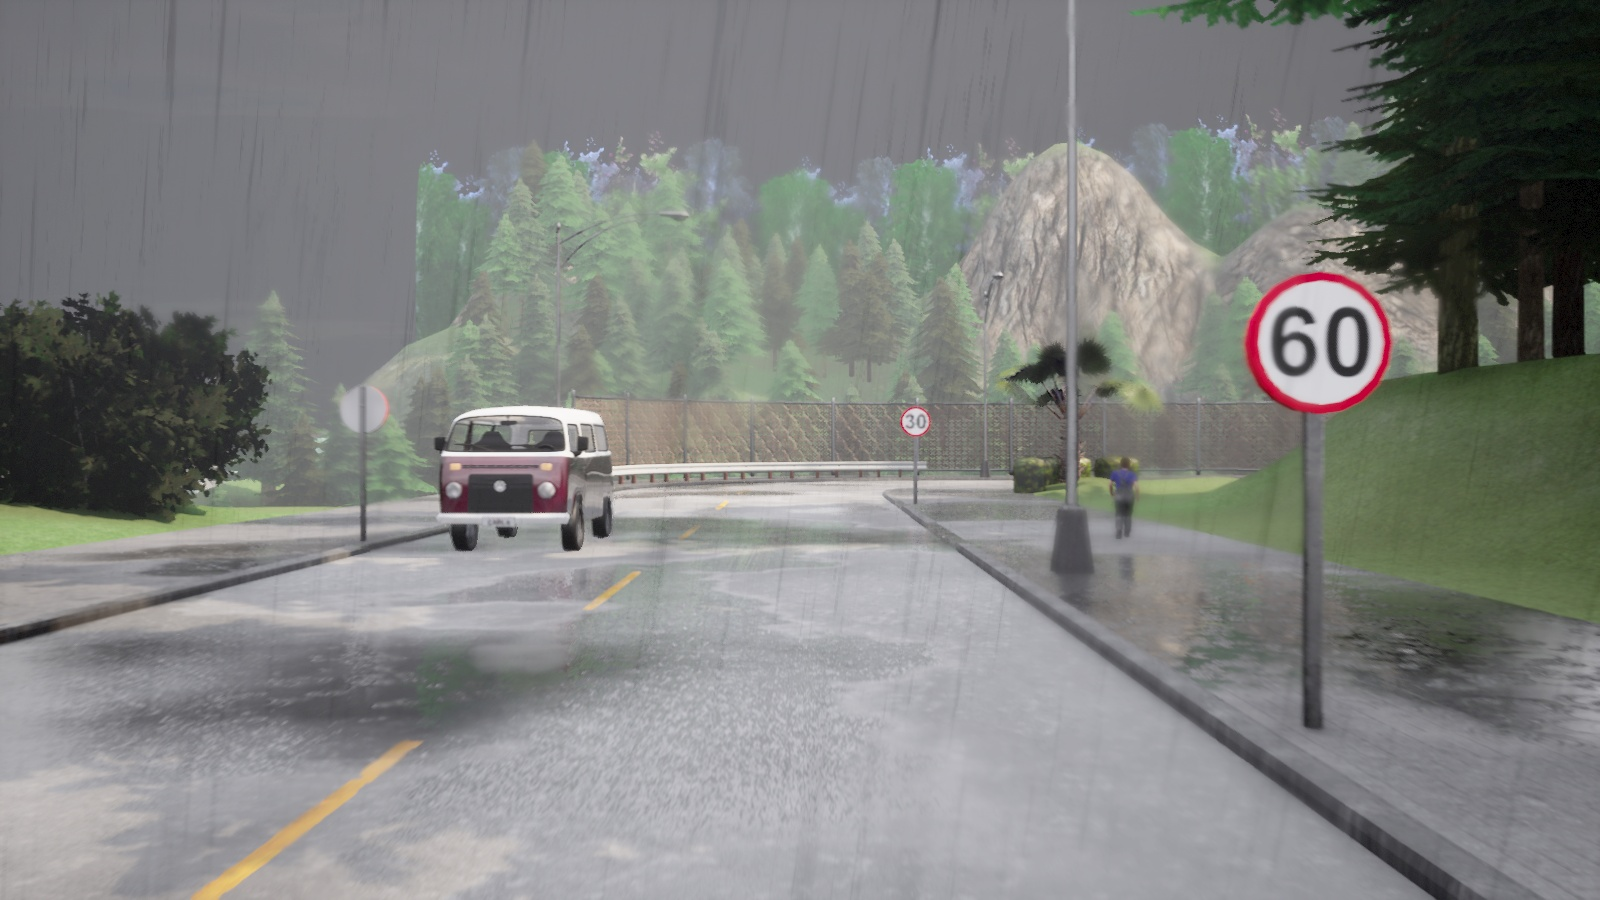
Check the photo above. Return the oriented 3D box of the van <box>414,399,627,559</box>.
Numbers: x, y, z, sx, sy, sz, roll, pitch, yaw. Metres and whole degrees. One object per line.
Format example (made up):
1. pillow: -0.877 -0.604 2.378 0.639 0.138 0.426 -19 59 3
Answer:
1. van: -3.879 0.366 18.268 2.069 2.038 4.480 0 0 0

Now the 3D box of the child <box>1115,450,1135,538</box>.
1. child: 4.739 0.635 18.320 0.270 1.263 0.437 0 0 16
